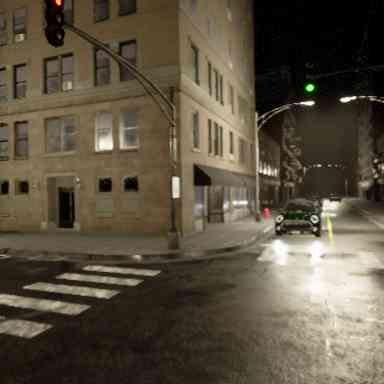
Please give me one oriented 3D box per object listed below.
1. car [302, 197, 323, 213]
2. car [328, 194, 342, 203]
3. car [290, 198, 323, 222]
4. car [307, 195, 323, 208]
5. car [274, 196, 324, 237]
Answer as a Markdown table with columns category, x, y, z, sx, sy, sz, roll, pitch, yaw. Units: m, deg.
| category | x | y | z | sx | sy | sz | roll | pitch | yaw |
| --- | --- | --- | --- | --- | --- | --- | --- | --- | --- |
| car | 12.569 | 1.276 | 34.647 | 1.837 | 1.490 | 4.892 | -1 | 0 | 22 |
| car | 23.635 | 1.077 | 54.996 | 2.128 | 1.511 | 4.902 | -1 | 0 | 22 |
| car | 9.013 | 1.325 | 25.872 | 2.128 | 1.511 | 4.902 | -1 | 0 | 22 |
| car | 16.386 | 1.231 | 44.201 | 1.812 | 1.442 | 4.674 | -1 | 0 | 22 |
| car | 5.596 | 1.247 | 17.317 | 2.097 | 1.767 | 4.553 | -1 | 0 | 22 |
